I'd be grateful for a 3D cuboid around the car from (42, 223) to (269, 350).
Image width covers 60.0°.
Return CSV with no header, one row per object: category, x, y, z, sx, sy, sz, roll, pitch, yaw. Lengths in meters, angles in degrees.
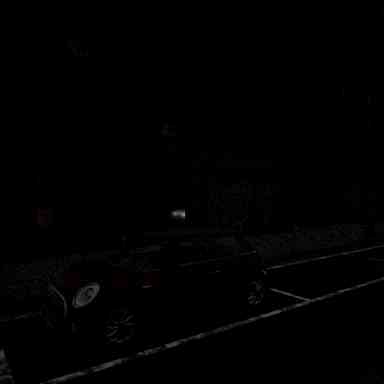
car,-0.530,1.440,6.154,4.097,1.590,1.967,0,0,-35
